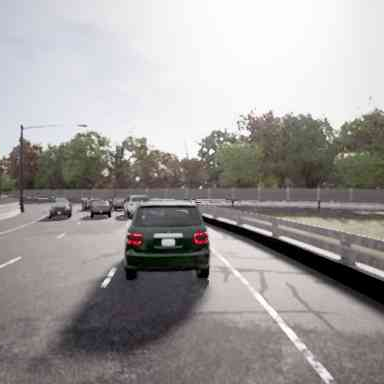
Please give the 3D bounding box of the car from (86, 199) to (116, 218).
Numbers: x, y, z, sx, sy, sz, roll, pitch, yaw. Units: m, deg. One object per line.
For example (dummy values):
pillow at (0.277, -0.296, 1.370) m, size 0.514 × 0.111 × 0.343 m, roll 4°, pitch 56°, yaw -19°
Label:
car at (-8.913, 1.623, 32.342) m, size 2.128 × 1.511 × 4.902 m, roll 0°, pitch 0°, yaw -17°

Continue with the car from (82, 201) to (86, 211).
car at (-13.469, 1.781, 44.053) m, size 1.895 × 1.301 × 4.718 m, roll 0°, pitch 0°, yaw -24°

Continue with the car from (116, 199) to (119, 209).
car at (-9.792, 1.670, 44.384) m, size 2.128 × 1.511 × 4.902 m, roll 0°, pitch 0°, yaw -23°

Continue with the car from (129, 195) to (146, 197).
car at (-5.512, 1.354, 33.213) m, size 2.150 × 2.045 × 5.566 m, roll 0°, pitch 0°, yaw -17°

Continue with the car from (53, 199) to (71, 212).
car at (-16.849, 1.683, 43.012) m, size 1.837 × 1.490 × 4.892 m, roll 0°, pitch -1°, yaw -24°

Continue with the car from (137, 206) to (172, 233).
car at (-2.563, 1.686, 21.550) m, size 1.895 × 1.301 × 4.718 m, roll 0°, pitch 0°, yaw -11°

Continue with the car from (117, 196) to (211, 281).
car at (-0.787, 1.260, 10.234) m, size 2.150 × 2.045 × 5.566 m, roll 0°, pitch 0°, yaw -5°

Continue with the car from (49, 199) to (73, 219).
car at (-12.133, 1.655, 30.961) m, size 1.812 × 1.442 × 4.674 m, roll 0°, pitch 0°, yaw -17°
